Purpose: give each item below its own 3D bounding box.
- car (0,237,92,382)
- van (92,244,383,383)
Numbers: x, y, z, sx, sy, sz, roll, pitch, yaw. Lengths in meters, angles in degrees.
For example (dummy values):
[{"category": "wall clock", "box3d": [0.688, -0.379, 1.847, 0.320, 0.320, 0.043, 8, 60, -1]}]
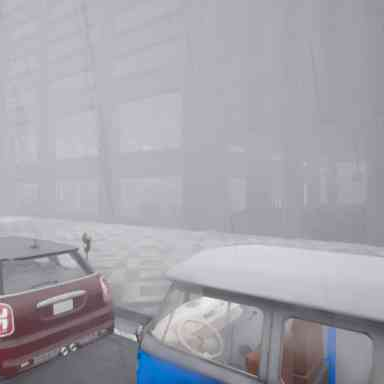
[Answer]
[{"category": "car", "box3d": [-3.163, 1.436, 5.217, 4.097, 1.590, 1.967, 0, 0, 35]}, {"category": "van", "box3d": [1.404, 1.341, 1.961, 3.998, 1.788, 1.690, 0, 0, 35]}]
